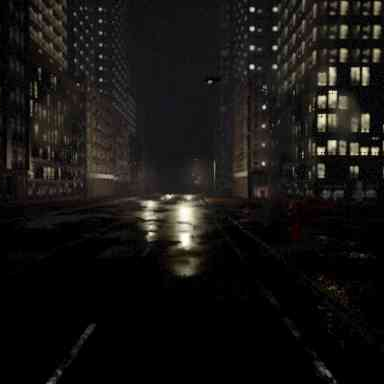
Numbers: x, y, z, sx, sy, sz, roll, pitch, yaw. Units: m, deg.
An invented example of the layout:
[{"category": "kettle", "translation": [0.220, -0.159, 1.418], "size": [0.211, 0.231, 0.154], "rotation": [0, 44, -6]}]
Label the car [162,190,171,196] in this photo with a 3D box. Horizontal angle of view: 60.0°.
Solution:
[{"category": "car", "translation": [-6.501, 0.177, 85.233], "size": [1.882, 1.535, 5.008], "rotation": [0, 1, 0]}]

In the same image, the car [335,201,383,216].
[{"category": "car", "translation": [15.920, 1.498, 30.332], "size": [4.403, 1.369, 2.008], "rotation": [1, 1, -1]}]

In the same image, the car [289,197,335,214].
[{"category": "car", "translation": [12.250, 1.314, 33.095], "size": [5.008, 1.535, 1.882], "rotation": [1, 2, -1]}]
